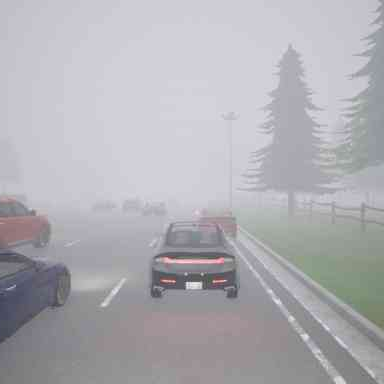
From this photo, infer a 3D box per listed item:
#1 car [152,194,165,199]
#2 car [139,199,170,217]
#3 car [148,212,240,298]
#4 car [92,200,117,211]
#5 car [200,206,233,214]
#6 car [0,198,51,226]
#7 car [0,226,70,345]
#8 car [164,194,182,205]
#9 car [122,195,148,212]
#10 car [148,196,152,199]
[{"bbox_3d":[-6.930,1.353,73.403,2.097,1.767,4.553,0,0,0],"label":"car"},{"bbox_3d":[-3.381,1.600,30.951,1.895,1.301,4.718,0,0,0],"label":"car"},{"bbox_3d":[0.057,1.491,8.480,2.128,1.511,4.902,0,0,0],"label":"car"},{"bbox_3d":[-10.376,1.600,39.820,1.895,1.301,4.718,0,0,0],"label":"car"},{"bbox_3d":[1.236,1.478,17.821,1.882,1.535,5.008,0,0,0],"label":"car"},{"bbox_3d":[-6.894,1.221,11.363,2.150,2.045,5.566,0,0,0],"label":"car"},{"bbox_3d":[-3.411,1.525,4.954,1.812,1.442,4.674,0,0,0],"label":"car"},{"bbox_3d":[-3.362,1.546,60.564,2.033,1.411,5.357,0,0,0],"label":"car"},{"bbox_3d":[-6.876,1.491,39.042,2.128,1.511,4.902,0,0,0],"label":"car"},{"bbox_3d":[-10.450,1.594,81.037,1.895,1.301,4.718,0,0,0],"label":"car"}]
